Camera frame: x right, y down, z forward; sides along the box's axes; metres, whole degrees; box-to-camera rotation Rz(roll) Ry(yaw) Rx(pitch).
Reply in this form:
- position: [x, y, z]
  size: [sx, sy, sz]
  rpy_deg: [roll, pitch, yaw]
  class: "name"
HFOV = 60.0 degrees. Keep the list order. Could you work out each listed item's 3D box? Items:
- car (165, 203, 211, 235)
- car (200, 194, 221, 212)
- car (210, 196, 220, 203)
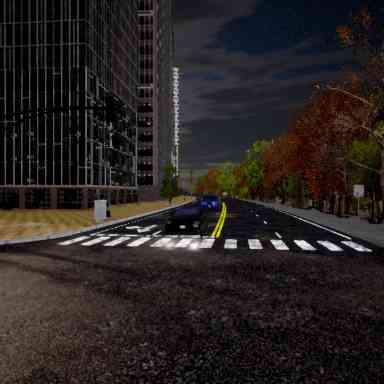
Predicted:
- position: [-0.240, 1.572, 18.795]
  size: [1.994, 1.385, 4.181]
  rpy_deg: [0, 0, 7]
  class: "car"
- position: [2.233, 1.243, 39.931]
  size: [2.150, 2.045, 5.566]
  rpy_deg: [0, 0, 6]
  class: "car"
- position: [4.522, 1.470, 64.842]
  size: [1.895, 1.301, 4.718]
  rpy_deg: [0, 0, 4]
  class: "car"
